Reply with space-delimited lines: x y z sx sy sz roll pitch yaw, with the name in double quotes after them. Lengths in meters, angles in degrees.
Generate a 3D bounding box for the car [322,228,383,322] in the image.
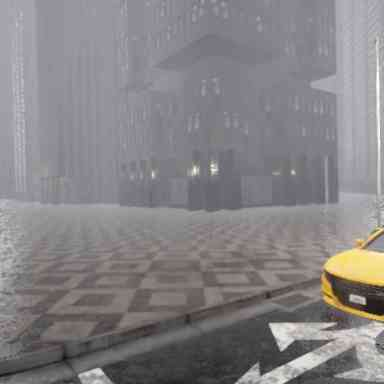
4.642 1.381 6.683 5.008 1.535 1.882 -1 0 -35 "car"
